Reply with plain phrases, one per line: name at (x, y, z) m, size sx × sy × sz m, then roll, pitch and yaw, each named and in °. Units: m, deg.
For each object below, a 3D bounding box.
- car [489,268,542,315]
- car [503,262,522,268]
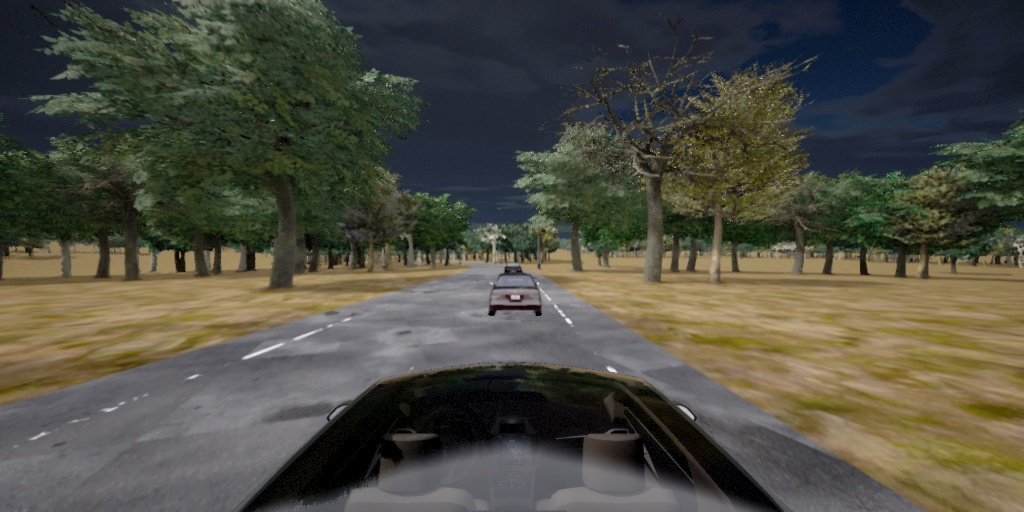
car at (0.114, 1.337, 13.669) m, size 2.033 × 1.411 × 5.357 m, roll 0°, pitch 0°, yaw 0°
car at (0.073, 1.402, 38.647) m, size 1.882 × 1.535 × 5.008 m, roll 0°, pitch 0°, yaw -1°
